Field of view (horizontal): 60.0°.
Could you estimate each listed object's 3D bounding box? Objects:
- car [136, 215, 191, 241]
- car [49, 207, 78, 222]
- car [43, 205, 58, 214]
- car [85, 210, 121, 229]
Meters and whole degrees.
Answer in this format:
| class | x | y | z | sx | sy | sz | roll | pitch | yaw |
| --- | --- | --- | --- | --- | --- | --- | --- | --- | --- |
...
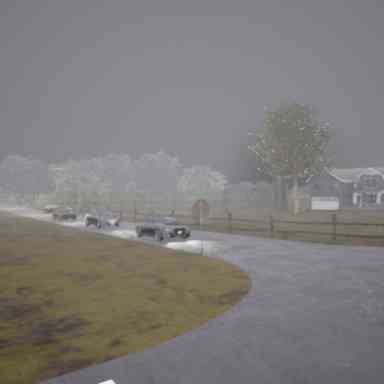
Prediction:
| class | x | y | z | sx | sy | sz | roll | pitch | yaw |
| --- | --- | --- | --- | --- | --- | --- | --- | --- | --- |
| car | -1.829 | 2.154 | 20.417 | 1.994 | 1.385 | 4.181 | 0 | -2 | -35 |
| car | -14.911 | 2.716 | 38.944 | 1.895 | 1.301 | 4.718 | 0 | -1 | -35 |
| car | -24.058 | 2.987 | 56.955 | 1.882 | 1.535 | 5.008 | 0 | -1 | -35 |
| car | -7.819 | 2.338 | 28.887 | 2.128 | 1.511 | 4.902 | 0 | -2 | -35 |
